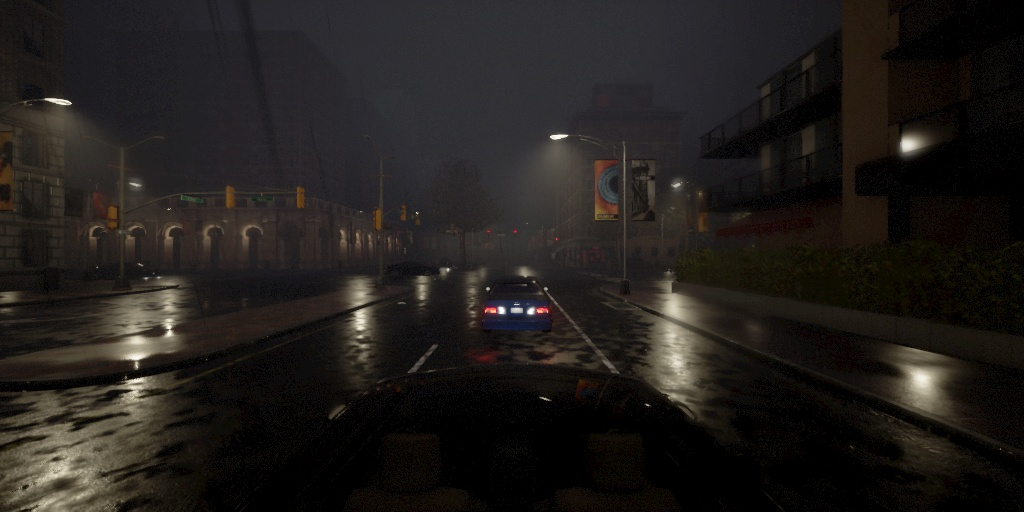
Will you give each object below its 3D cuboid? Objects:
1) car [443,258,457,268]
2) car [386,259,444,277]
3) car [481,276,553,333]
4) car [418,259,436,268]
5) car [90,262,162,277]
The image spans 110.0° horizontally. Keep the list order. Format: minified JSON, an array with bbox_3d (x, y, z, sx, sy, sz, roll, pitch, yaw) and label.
[{"bbox_3d":[-11.062,1.102,59.697,2.097,1.767,4.553,0,0,1],"label":"car"},{"bbox_3d":[-9.491,1.227,34.468,5.008,1.535,1.882,0,0,0],"label":"car"},{"bbox_3d":[0.144,1.297,10.749,2.033,1.411,5.357,0,0,1],"label":"car"},{"bbox_3d":[-14.529,1.228,61.766,1.882,1.535,5.008,0,0,1],"label":"car"},{"bbox_3d":[-37.192,1.297,34.567,5.357,1.411,2.033,0,0,0],"label":"car"}]
